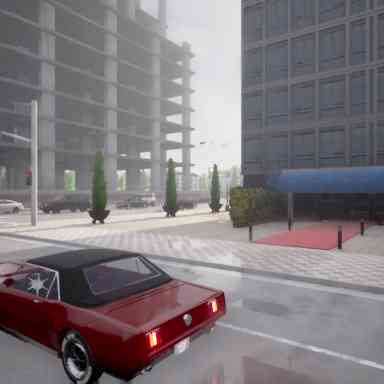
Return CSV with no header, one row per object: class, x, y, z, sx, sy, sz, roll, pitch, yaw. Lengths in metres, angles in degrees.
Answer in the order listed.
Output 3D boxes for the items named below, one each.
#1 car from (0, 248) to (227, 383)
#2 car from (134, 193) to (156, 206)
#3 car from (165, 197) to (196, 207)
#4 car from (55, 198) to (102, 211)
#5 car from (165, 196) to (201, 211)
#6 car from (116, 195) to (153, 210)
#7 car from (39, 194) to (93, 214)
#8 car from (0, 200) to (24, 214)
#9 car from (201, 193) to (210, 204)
car,-1.927,1.601,5.357,4.718,1.301,1.895,0,0,35
car,-7.845,1.223,50.423,2.150,2.045,5.566,0,0,36
car,-1.729,1.547,52.913,2.033,1.411,5.357,0,0,36
car,-14.105,1.546,41.751,2.033,1.411,5.357,0,0,36
car,-1.347,1.504,41.154,1.837,1.490,4.892,0,0,36
car,-7.943,1.504,44.310,1.837,1.490,4.892,0,0,36
car,-13.719,1.221,36.300,2.150,2.045,5.566,0,0,36
car,-19.710,1.525,33.971,1.812,1.442,4.674,0,0,36
car,1.512,1.492,63.271,2.128,1.511,4.902,0,0,36
